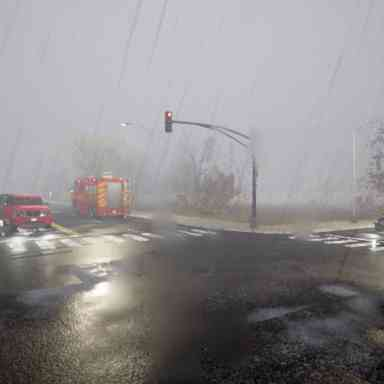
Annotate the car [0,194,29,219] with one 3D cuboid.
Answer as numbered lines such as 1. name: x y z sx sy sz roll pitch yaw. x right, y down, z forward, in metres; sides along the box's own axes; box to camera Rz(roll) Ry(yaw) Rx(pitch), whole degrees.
1. car: -16.254 1.184 30.076 2.150 2.045 5.566 0 0 -33

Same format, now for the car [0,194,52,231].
1. car: -10.480 1.199 20.998 2.150 2.045 5.566 0 0 -35

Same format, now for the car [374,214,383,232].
1. car: 13.276 1.753 20.833 4.892 1.490 1.837 1 0 -36

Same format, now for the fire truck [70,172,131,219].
1. fire truck: -8.413 0.309 30.060 2.891 3.827 8.468 0 0 -33
